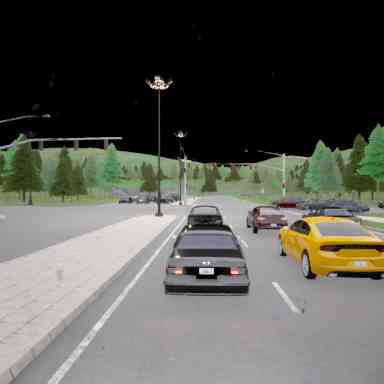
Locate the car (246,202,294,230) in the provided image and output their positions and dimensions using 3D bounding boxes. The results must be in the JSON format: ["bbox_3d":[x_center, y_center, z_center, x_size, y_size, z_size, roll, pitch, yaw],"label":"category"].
[{"bbox_3d":[4.269,1.526,19.233,1.812,1.442,4.674,0,0,3],"label":"car"}]

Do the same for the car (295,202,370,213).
[{"bbox_3d":[7.754,1.547,18.849,2.033,1.411,5.357,0,0,3],"label":"car"}]

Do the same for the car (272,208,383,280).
[{"bbox_3d":[3.937,1.478,10.015,1.882,1.535,5.008,0,0,3],"label":"car"}]

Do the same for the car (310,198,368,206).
[{"bbox_3d":[15.727,1.547,35.144,5.357,1.411,2.033,0,0,2],"label":"car"}]

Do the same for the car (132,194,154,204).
[{"bbox_3d":[-9.125,1.491,62.317,2.128,1.511,4.902,0,0,3],"label":"car"}]

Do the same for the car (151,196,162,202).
[{"bbox_3d":[-8.387,1.552,79.280,1.994,1.385,4.181,0,0,2],"label":"car"}]

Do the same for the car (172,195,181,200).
[{"bbox_3d":[-4.319,1.533,93.055,2.033,1.411,5.357,0,0,3],"label":"car"}]

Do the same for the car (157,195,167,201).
[{"bbox_3d":[-7.980,1.524,89.406,2.128,1.511,4.902,0,0,2],"label":"car"}]

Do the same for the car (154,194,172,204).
[{"bbox_3d":[-5.564,1.600,63.426,1.895,1.301,4.718,0,0,3],"label":"car"}]

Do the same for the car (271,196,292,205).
[{"bbox_3d":[12.242,1.351,43.044,4.553,1.767,2.097,0,0,12],"label":"car"}]

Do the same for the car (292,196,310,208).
[{"bbox_3d":[14.678,1.491,38.771,4.902,1.511,2.128,0,0,3],"label":"car"}]

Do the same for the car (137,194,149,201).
[{"bbox_3d":[-11.824,1.355,80.936,2.097,1.767,4.553,0,0,2],"label":"car"}]

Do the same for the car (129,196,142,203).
[{"bbox_3d":[-12.177,1.524,72.080,1.812,1.442,4.674,0,0,2],"label":"car"}]

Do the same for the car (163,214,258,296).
[{"bbox_3d":[0.382,1.547,8.809,2.033,1.411,5.357,0,0,2],"label":"car"}]

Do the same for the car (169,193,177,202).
[{"bbox_3d":[-5.160,1.355,72.360,2.097,1.767,4.553,0,0,2],"label":"car"}]

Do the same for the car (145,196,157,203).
[{"bbox_3d":[-8.711,1.552,71.168,1.994,1.385,4.181,0,0,2],"label":"car"}]

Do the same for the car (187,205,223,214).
[{"bbox_3d":[0.735,1.478,18.629,1.882,1.535,5.008,0,0,3],"label":"car"}]

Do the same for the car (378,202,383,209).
[{"bbox_3d":[25.696,1.564,41.709,4.181,1.385,1.994,0,0,3],"label":"car"}]

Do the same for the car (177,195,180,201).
[{"bbox_3d":[-4.749,1.225,82.652,2.150,2.045,5.566,0,0,2],"label":"car"}]

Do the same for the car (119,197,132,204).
[{"bbox_3d":[-12.563,1.564,63.460,1.994,1.385,4.181,0,0,3],"label":"car"}]

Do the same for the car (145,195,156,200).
[{"bbox_3d":[-11.411,1.539,91.170,2.033,1.411,5.357,0,0,2],"label":"car"}]
